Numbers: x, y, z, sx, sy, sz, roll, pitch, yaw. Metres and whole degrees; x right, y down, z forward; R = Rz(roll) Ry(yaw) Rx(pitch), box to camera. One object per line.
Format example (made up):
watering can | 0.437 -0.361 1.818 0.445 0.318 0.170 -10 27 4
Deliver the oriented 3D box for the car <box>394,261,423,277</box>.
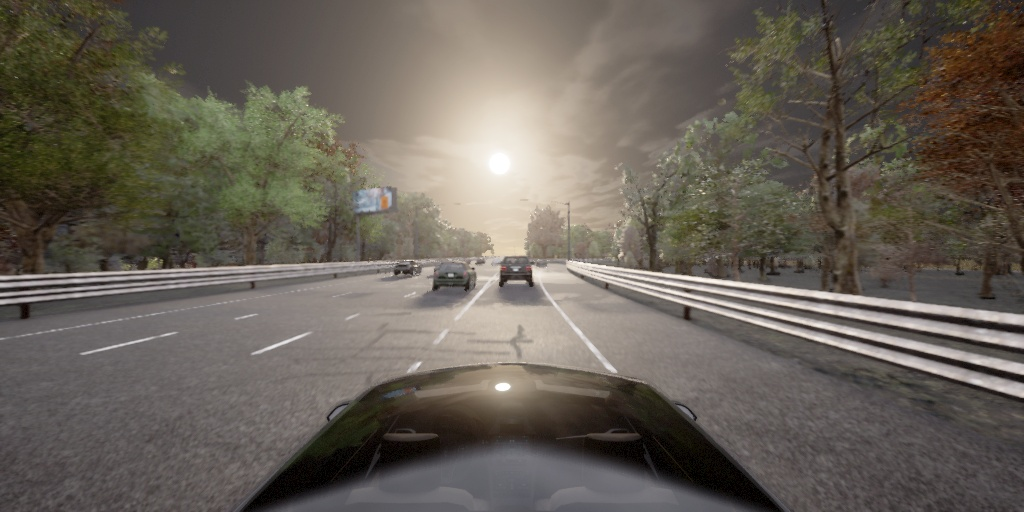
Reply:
car | -10.402 1.247 36.169 1.837 1.490 4.892 0 0 0

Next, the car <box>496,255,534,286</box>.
car | 0.368 0.965 25.141 2.150 2.045 5.566 0 0 3

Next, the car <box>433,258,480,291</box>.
car | -3.403 1.097 22.061 2.097 1.767 4.553 0 0 0
